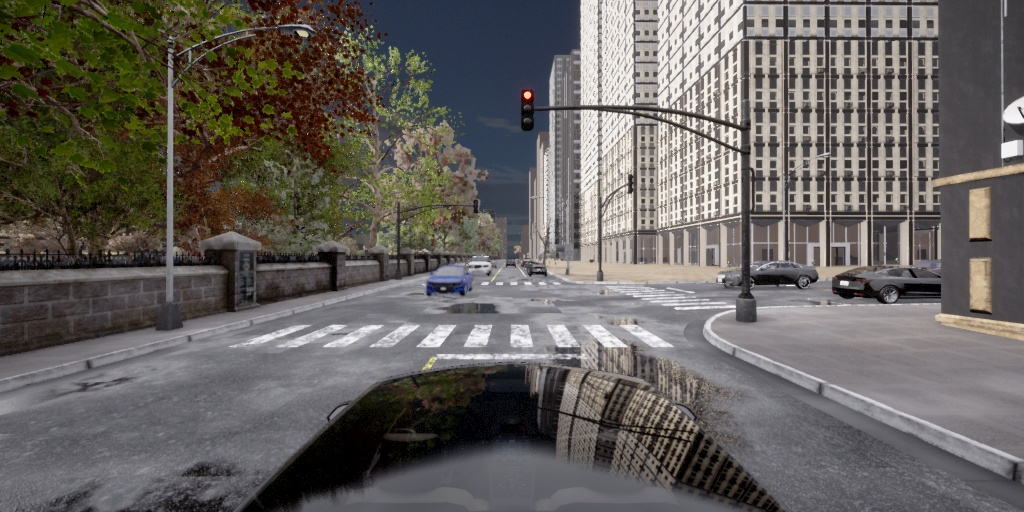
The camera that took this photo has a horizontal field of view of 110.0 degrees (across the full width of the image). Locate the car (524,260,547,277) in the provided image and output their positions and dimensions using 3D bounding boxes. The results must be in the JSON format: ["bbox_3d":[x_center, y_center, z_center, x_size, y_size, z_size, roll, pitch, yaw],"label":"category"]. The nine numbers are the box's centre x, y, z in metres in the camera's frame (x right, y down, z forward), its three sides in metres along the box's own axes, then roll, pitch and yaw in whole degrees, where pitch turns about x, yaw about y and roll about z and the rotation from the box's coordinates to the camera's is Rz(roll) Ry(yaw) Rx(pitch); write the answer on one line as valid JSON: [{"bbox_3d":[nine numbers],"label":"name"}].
[{"bbox_3d":[2.521,1.331,36.077,1.948,1.339,4.313,0,0,0],"label":"car"}]

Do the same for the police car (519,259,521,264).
[{"bbox_3d":[2.824,1.218,64.501,1.930,1.638,5.238,0,0,0],"label":"police car"}]

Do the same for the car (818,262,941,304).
[{"bbox_3d":[14.630,1.026,13.555,4.313,1.339,1.948,0,0,-1],"label":"car"}]

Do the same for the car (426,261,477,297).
[{"bbox_3d":[-3.181,1.232,19.016,1.882,1.535,5.008,0,0,0],"label":"car"}]

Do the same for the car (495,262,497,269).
[{"bbox_3d":[-3.349,1.308,55.712,1.812,1.442,4.674,0,0,0],"label":"car"}]

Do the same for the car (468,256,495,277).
[{"bbox_3d":[-3.272,0.988,36.891,2.150,2.045,5.566,0,0,0],"label":"car"}]

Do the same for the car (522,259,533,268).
[{"bbox_3d":[2.493,1.335,41.709,1.948,1.339,4.313,0,0,0],"label":"car"}]

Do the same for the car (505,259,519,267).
[{"bbox_3d":[-0.213,1.299,65.109,1.837,1.490,4.892,0,0,0],"label":"car"}]

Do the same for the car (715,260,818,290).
[{"bbox_3d":[13.656,0.993,19.349,4.902,1.511,2.128,-1,0,0],"label":"car"}]

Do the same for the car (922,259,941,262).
[{"bbox_3d":[23.474,0.882,19.442,5.357,1.411,2.033,-1,0,-1],"label":"car"}]

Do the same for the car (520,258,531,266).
[{"bbox_3d":[2.465,1.339,47.342,1.948,1.339,4.313,0,0,0],"label":"car"}]
